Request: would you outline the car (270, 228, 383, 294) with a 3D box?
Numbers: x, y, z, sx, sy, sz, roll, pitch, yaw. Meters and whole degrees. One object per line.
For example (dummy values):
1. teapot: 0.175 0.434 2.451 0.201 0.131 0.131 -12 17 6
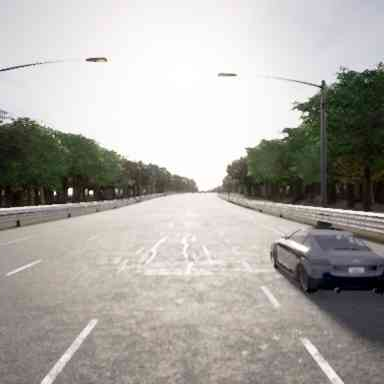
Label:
1. car: 3.513 1.662 9.113 1.994 1.385 4.181 0 -1 0
